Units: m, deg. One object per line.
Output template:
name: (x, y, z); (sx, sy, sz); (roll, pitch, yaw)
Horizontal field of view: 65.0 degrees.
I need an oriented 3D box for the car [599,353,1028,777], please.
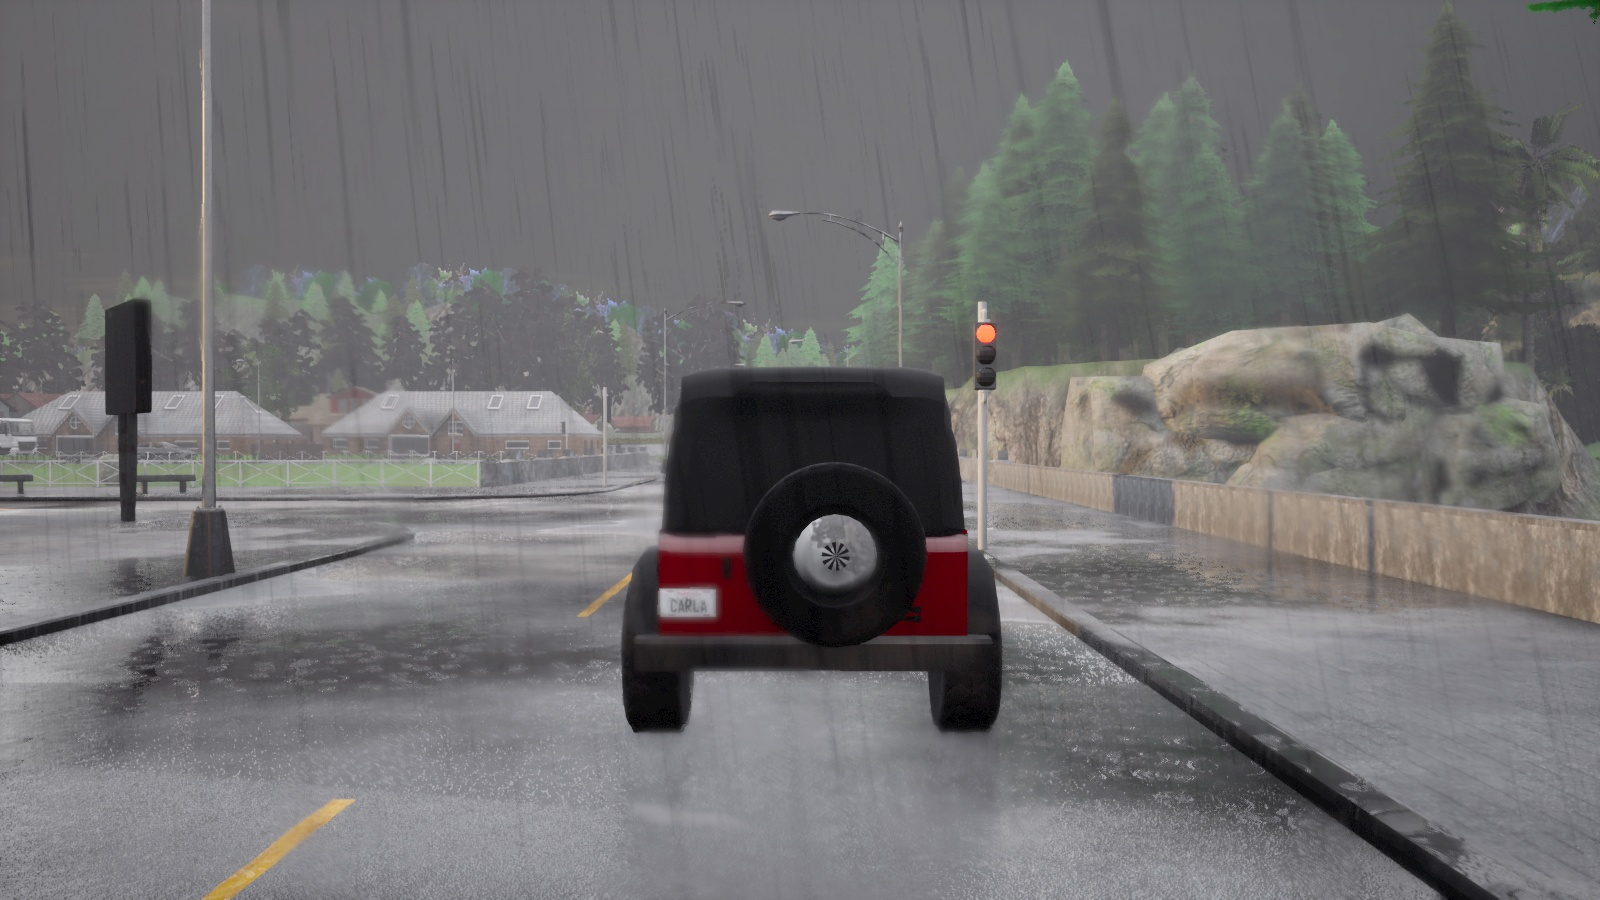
car: (0.062, 0.500, 7.508); (1.905, 1.878, 3.866); (0, 0, 0)
